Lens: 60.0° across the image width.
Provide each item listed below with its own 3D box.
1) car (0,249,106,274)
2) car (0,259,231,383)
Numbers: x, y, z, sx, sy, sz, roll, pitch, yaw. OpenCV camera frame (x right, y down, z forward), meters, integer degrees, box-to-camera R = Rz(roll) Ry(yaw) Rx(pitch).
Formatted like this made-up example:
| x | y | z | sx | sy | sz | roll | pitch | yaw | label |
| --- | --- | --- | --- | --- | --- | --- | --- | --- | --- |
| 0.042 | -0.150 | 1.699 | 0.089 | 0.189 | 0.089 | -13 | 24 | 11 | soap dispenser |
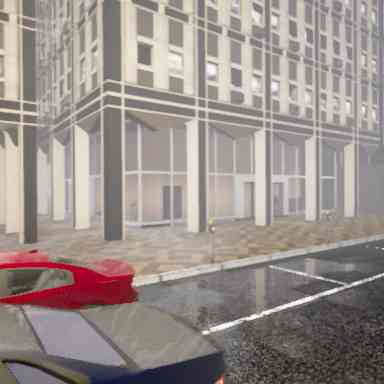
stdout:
| x | y | z | sx | sy | sz | roll | pitch | yaw | label |
| --- | --- | --- | --- | --- | --- | --- | --- | --- | --- |
| -2.925 | 1.544 | 4.471 | 4.507 | 1.381 | 1.887 | -1 | 0 | -36 | car |
| -2.162 | 1.555 | 1.835 | 5.357 | 1.411 | 2.033 | -1 | 0 | -36 | car |
